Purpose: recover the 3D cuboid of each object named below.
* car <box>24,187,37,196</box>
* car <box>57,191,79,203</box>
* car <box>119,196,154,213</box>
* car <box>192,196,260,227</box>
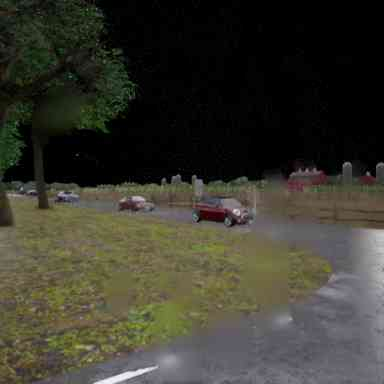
[{"bbox_3d":[-40.793,0.224,84.864,1.882,1.535,5.008,-1,1,-36],"label":"car"},{"bbox_3d":[-18.337,0.598,49.078,2.097,1.767,4.553,-1,2,-36],"label":"car"},{"bbox_3d":[-5.263,1.082,30.865,1.812,1.442,4.674,-1,2,-36],"label":"car"},{"bbox_3d":[2.042,1.108,20.817,2.097,1.767,4.553,-1,2,-37],"label":"car"}]
